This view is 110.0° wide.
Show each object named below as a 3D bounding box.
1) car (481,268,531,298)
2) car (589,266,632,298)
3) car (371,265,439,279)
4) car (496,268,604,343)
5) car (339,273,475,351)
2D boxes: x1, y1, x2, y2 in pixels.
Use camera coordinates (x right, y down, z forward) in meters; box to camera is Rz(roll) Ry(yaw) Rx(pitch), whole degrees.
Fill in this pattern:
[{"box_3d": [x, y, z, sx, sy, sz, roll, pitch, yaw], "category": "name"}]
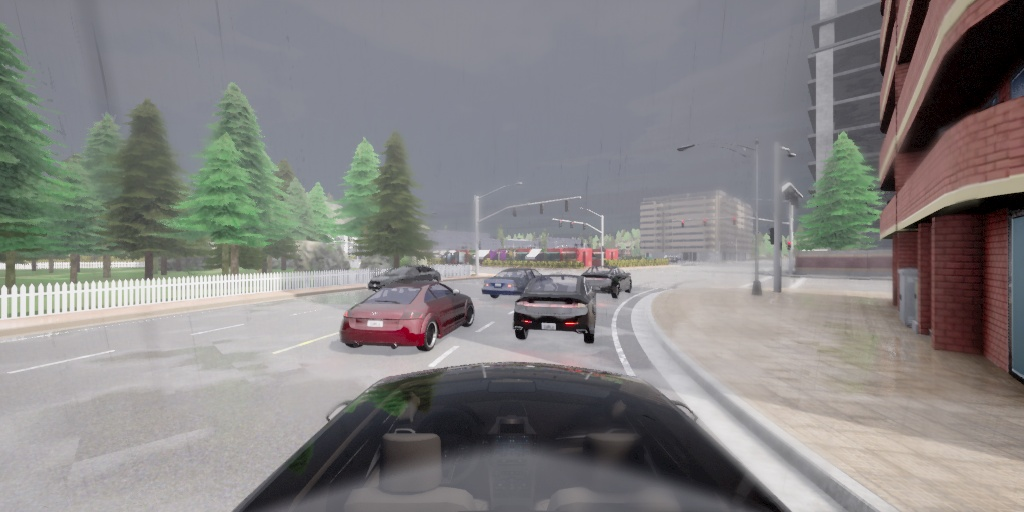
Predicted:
[{"box_3d": [0.463, 1.297, 17.823, 2.033, 1.411, 5.357, 0, 0, 25], "category": "car"}, {"box_3d": [4.836, 1.236, 18.338, 2.128, 1.511, 4.902, 1, 1, 29], "category": "car"}, {"box_3d": [-6.108, 1.292, 20.902, 1.837, 1.490, 4.892, 0, 0, 26], "category": "car"}, {"box_3d": [1.344, 1.242, 9.777, 2.128, 1.511, 4.902, 0, 0, 14], "category": "car"}, {"box_3d": [-2.365, 1.314, 9.105, 1.994, 1.385, 4.181, 0, 0, 10], "category": "car"}]
